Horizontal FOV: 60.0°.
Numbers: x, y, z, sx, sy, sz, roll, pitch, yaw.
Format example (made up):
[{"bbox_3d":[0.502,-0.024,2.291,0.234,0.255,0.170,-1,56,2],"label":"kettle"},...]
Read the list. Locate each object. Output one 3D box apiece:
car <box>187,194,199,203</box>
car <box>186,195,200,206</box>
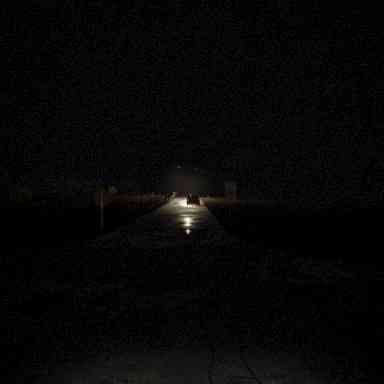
[{"bbox_3d":[0.224,1.233,62.872,2.128,1.511,4.902,0,1,0],"label":"car"},{"bbox_3d":[0.187,1.222,52.807,2.097,1.767,4.553,0,1,0],"label":"car"}]
